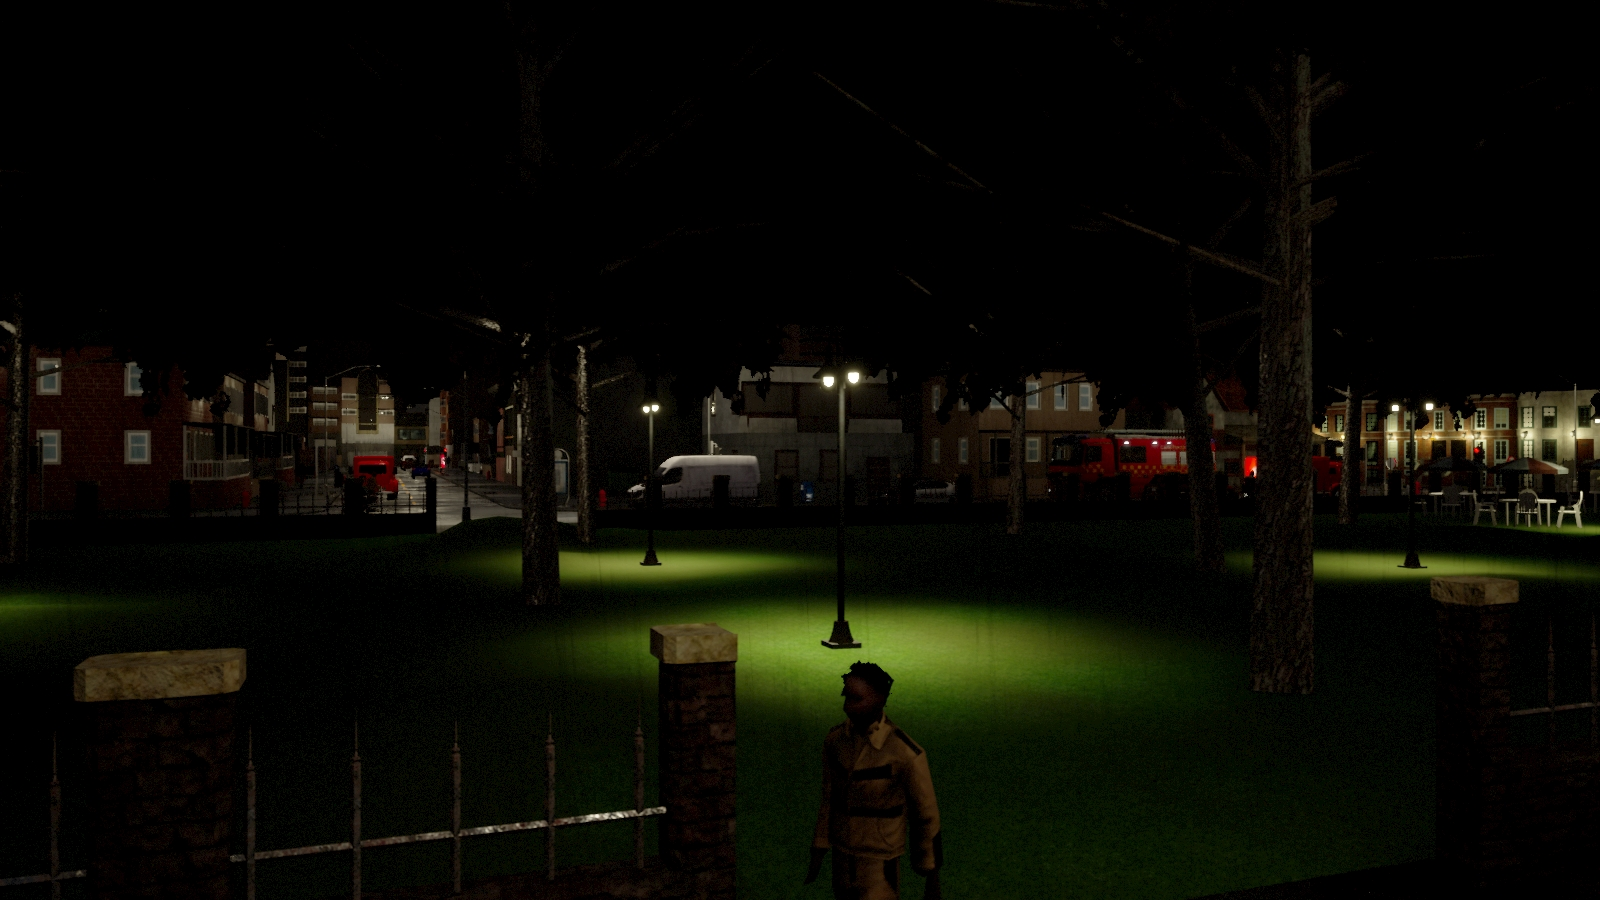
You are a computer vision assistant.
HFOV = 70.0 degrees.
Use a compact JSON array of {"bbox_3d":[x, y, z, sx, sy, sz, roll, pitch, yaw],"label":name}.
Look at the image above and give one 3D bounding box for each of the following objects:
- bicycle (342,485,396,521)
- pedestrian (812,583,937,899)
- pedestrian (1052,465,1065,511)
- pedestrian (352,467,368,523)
[{"bbox_3d":[-15.841,1.940,41.997,1.835,1.271,0.329,0,0,-20],"label":"bicycle"},{"bbox_3d":[0.316,1.524,4.833,0.375,1.860,0.375,0,0,43],"label":"pedestrian"},{"bbox_3d":[10.398,1.519,45.915,0.375,1.860,0.375,0,0,-20],"label":"pedestrian"},{"bbox_3d":[-14.937,1.525,38.756,0.375,1.860,0.375,0,0,7],"label":"pedestrian"}]
